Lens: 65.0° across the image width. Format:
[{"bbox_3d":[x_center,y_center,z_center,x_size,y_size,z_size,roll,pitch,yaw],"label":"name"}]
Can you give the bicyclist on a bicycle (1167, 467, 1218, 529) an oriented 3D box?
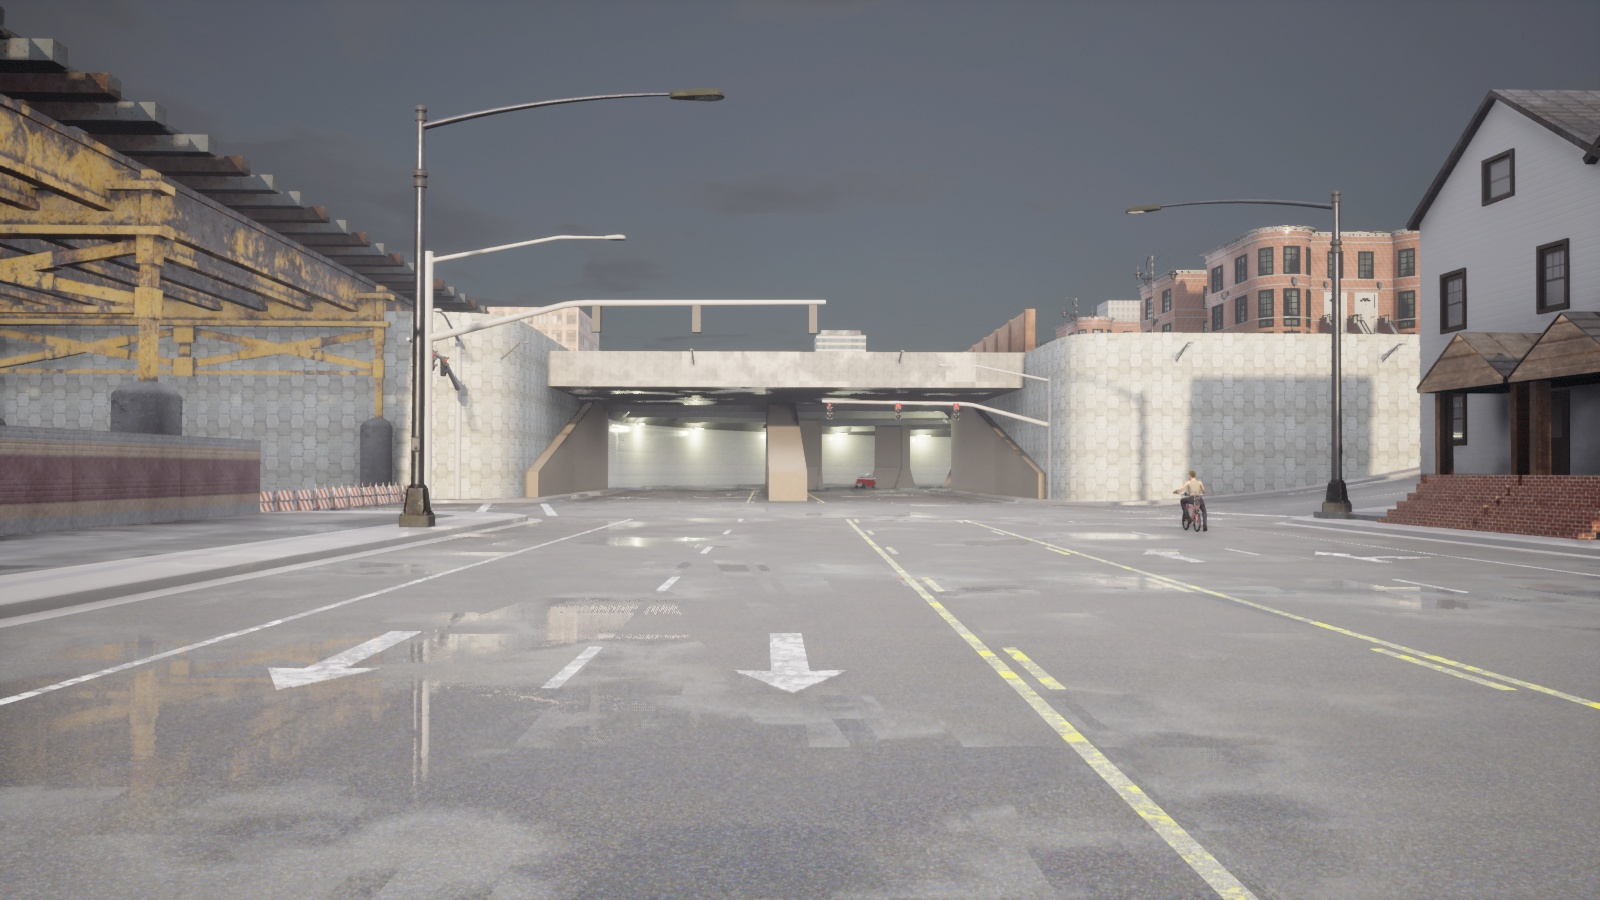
[{"bbox_3d":[10.414,1.269,33.382,0.866,1.612,1.509,0,-1,0],"label":"bicyclist on a bicycle"}]
